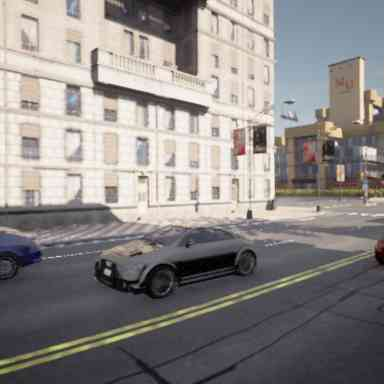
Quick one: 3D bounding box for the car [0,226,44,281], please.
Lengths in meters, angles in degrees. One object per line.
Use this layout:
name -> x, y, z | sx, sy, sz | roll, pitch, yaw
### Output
car -> -6.258, 1.530, 8.296 | 4.674, 1.442, 1.812 | 0, 0, -35

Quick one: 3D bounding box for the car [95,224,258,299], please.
car -> -0.262, 1.524, 8.406 | 4.181, 1.385, 1.994 | -1, 0, -39

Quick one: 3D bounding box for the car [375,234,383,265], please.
car -> 7.317, 1.458, 10.184 | 4.181, 1.385, 1.994 | -1, 0, -41
